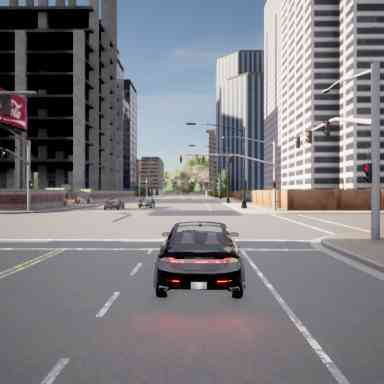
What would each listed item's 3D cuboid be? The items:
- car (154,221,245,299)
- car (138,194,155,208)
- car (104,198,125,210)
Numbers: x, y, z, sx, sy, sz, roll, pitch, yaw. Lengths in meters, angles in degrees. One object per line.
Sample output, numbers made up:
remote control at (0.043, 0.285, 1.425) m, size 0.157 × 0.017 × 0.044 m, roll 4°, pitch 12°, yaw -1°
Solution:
car at (0.205, 1.492, 8.485) m, size 2.128 × 1.511 × 4.902 m, roll 0°, pitch 0°, yaw 2°
car at (-6.420, 1.491, 47.534) m, size 2.128 × 1.511 × 4.902 m, roll 0°, pitch 0°, yaw 1°
car at (-9.991, 1.526, 43.090) m, size 1.812 × 1.442 × 4.674 m, roll 0°, pitch 0°, yaw 1°
